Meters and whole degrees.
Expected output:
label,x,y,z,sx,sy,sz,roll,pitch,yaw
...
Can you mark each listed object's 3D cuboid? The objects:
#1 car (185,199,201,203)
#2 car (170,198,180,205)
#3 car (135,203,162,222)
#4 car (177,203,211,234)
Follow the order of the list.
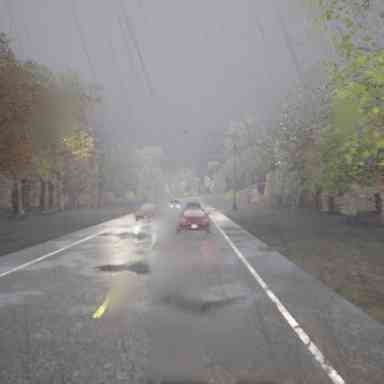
label,x,y,z,sx,sy,sz,roll,pitch,yaw
car,0.138,1.703,42.464,1.837,1.490,4.892,0,0,0
car,-3.437,1.865,67.877,1.895,1.301,4.718,0,0,0
car,-3.565,1.656,27.977,1.812,1.442,4.674,0,0,0
car,0.118,1.617,19.559,1.812,1.442,4.674,0,0,0
